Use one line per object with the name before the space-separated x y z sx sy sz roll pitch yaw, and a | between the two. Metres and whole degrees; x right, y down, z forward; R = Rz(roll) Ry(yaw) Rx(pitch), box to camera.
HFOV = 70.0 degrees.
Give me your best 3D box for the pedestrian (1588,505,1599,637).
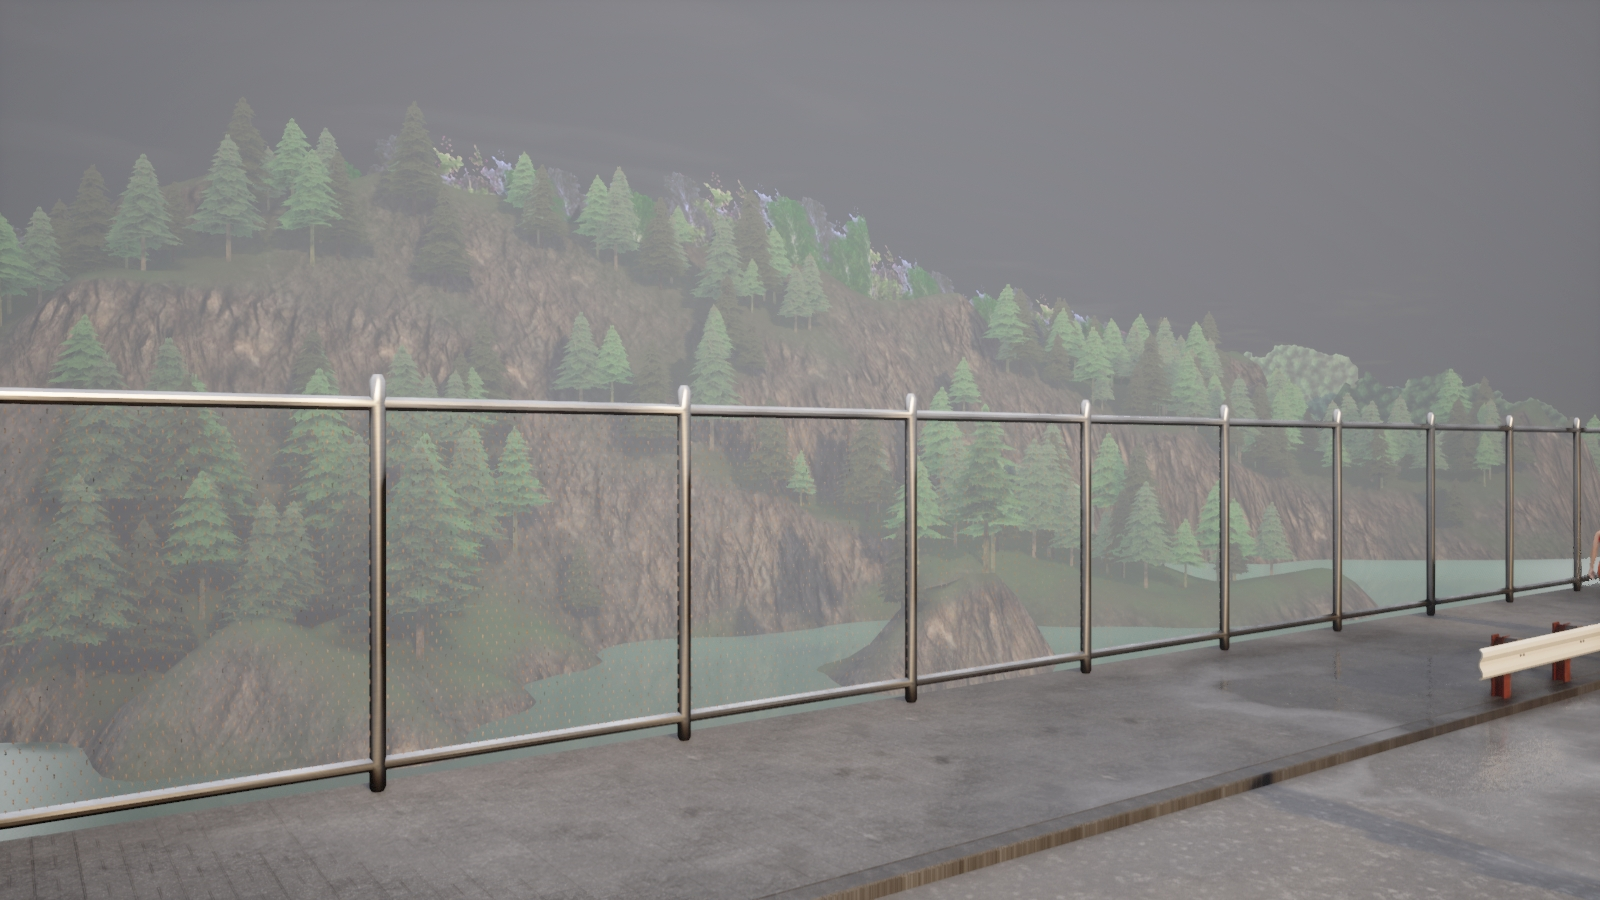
pedestrian | 11.569 1.732 16.351 0.375 1.860 0.375 0 0 -36
